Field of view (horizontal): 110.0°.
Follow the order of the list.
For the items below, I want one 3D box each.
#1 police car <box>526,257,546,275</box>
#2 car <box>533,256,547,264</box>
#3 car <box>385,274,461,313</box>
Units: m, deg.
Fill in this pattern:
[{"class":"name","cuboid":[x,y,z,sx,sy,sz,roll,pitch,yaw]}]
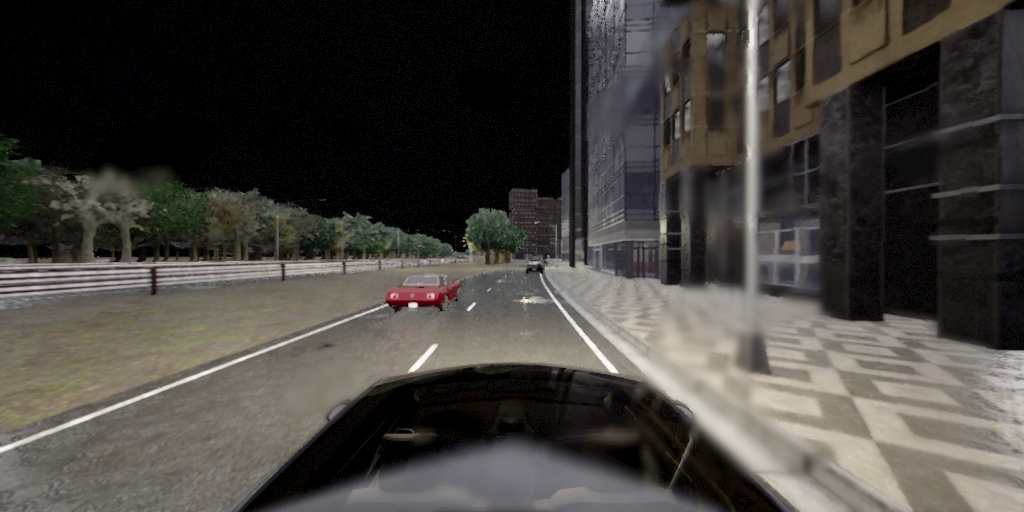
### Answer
[{"class":"police car","cuboid":[2.628,1.248,41.405,1.930,1.638,5.238,0,0,5]},{"class":"car","cuboid":[4.128,1.219,56.993,2.097,1.767,4.553,0,0,6]},{"class":"car","cuboid":[-3.229,1.361,14.133,1.895,1.301,4.718,0,0,1]}]
